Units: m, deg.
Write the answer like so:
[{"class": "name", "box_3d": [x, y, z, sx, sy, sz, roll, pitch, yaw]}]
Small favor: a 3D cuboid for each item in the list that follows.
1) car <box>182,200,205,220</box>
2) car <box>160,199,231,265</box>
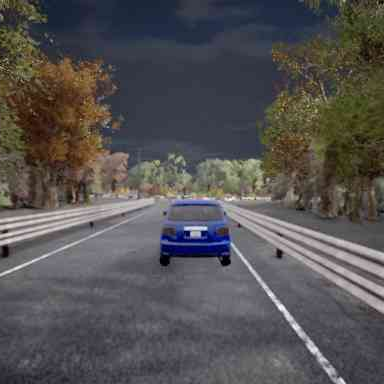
[{"class": "car", "box_3d": [0.113, 1.580, 30.412, 1.882, 1.535, 5.008, 0, 0, 0]}, {"class": "car", "box_3d": [0.104, 1.266, 11.976, 2.150, 2.045, 5.566, 0, 0, 0]}]
